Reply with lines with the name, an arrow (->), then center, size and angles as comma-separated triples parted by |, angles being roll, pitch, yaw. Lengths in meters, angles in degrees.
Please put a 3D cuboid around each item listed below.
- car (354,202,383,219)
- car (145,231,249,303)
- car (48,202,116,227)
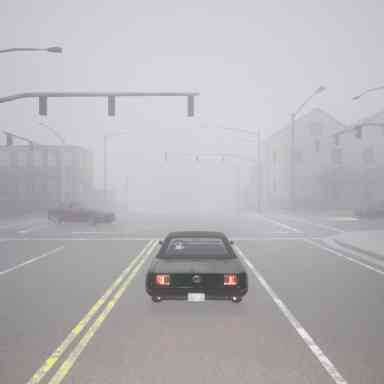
car -> 16.029, 1.564, 28.152 | 4.181, 1.385, 1.994 | 0, 0, 0
car -> 0.103, 1.601, 8.187 | 1.895, 1.301, 4.718 | 0, 0, 0
car -> -7.464, 1.440, 22.600 | 5.008, 1.535, 1.882 | 0, -1, 24
